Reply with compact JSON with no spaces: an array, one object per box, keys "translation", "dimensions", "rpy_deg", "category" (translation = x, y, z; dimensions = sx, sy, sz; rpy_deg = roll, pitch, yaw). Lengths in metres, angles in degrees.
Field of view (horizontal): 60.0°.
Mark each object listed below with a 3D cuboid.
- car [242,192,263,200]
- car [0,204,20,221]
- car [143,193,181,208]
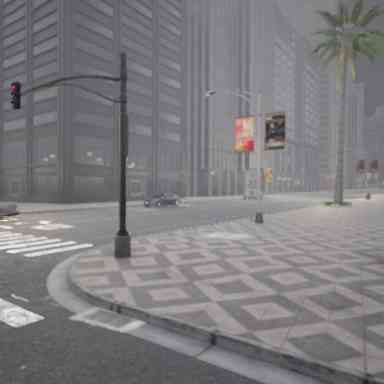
[{"translation":[9.707,0.543,52.744],"dimensions":[1.837,1.490,4.892],"rpy_deg":[0,1,36],"category":"car"},{"translation":[-13.729,1.186,20.627],"dimensions":[2.033,1.411,5.357],"rpy_deg":[1,1,41],"category":"car"},{"translation":[-3.107,0.871,35.056],"dimensions":[1.837,1.490,4.892],"rpy_deg":[0,1,36],"category":"car"}]
